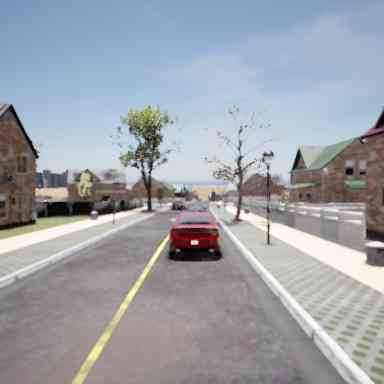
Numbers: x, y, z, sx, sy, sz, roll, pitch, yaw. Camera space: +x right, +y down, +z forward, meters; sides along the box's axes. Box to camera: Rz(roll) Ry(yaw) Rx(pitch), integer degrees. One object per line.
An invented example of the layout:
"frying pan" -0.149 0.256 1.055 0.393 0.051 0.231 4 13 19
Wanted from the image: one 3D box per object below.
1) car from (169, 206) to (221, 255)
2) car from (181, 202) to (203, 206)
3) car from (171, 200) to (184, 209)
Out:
"car" 0.139 1.563 13.696 1.882 1.535 5.008 0 0 1
"car" 0.340 1.756 27.793 1.994 1.385 4.181 0 0 2
"car" -1.968 1.899 48.389 1.837 1.490 4.892 0 -1 2
